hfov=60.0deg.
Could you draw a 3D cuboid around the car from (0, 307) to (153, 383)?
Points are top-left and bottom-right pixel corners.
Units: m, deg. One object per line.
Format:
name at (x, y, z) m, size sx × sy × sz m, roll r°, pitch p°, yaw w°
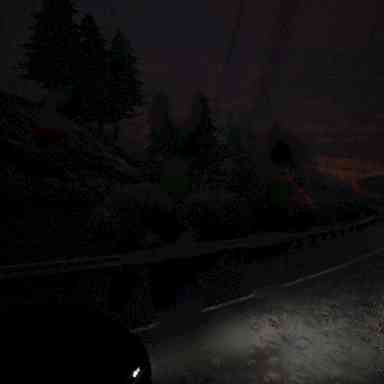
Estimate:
car at (-2.566, 1.490, 2.075) m, size 4.902 × 1.511 × 2.128 m, roll 1°, pitch 0°, yaw -36°
